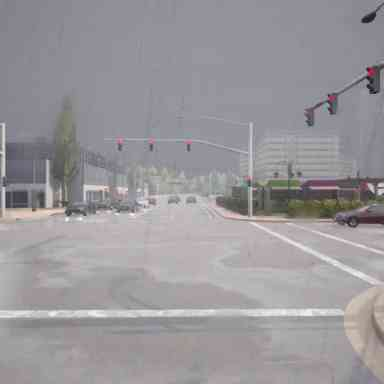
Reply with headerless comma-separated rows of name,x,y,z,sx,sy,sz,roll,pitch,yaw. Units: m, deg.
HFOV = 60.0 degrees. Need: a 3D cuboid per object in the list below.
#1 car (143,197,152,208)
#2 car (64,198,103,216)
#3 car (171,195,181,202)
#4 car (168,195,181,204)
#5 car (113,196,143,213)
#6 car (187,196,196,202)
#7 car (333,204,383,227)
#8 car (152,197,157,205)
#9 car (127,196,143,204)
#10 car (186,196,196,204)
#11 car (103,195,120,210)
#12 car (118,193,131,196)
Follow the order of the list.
car,-7.187,1.526,46.814,1.812,1.442,4.674,0,0,0
car,-10.664,1.547,32.535,2.033,1.411,5.357,0,0,0
car,-3.649,1.425,74.787,1.994,1.385,4.181,0,0,0
car,-3.628,1.547,64.514,2.033,1.411,5.357,0,0,0
car,-7.175,1.505,37.629,1.837,1.490,4.892,0,0,0
car,-0.149,1.468,74.826,1.895,1.301,4.718,0,0,0
car,11.762,1.526,21.876,4.674,1.442,1.812,0,0,1
car,-7.194,1.564,56.775,1.994,1.385,4.181,0,0,0
car,-10.675,1.547,62.774,2.033,1.411,5.357,0,0,1
car,-0.128,1.491,64.521,2.128,1.511,4.902,0,0,0
car,-10.682,1.505,42.091,1.837,1.490,4.892,0,0,0
car,-10.701,1.221,52.077,2.150,2.045,5.566,0,0,0
